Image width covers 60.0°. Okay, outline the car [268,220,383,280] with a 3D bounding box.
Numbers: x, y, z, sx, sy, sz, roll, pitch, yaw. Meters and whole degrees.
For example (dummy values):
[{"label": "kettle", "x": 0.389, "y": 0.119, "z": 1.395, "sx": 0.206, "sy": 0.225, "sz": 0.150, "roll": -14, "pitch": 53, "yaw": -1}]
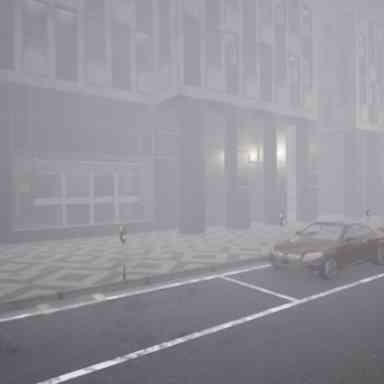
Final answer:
[{"label": "car", "x": 4.030, "y": 1.487, "z": 9.522, "sx": 4.206, "sy": 1.307, "sz": 1.802, "roll": -1, "pitch": 0, "yaw": -35}]
